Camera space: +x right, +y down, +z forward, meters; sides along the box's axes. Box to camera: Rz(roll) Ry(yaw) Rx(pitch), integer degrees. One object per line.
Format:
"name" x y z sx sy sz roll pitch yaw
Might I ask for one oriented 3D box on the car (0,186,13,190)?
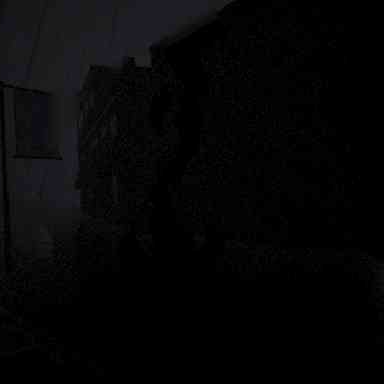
"car" -46.770 -0.707 80.736 2.231 1.521 4.892 -4 -3 6
